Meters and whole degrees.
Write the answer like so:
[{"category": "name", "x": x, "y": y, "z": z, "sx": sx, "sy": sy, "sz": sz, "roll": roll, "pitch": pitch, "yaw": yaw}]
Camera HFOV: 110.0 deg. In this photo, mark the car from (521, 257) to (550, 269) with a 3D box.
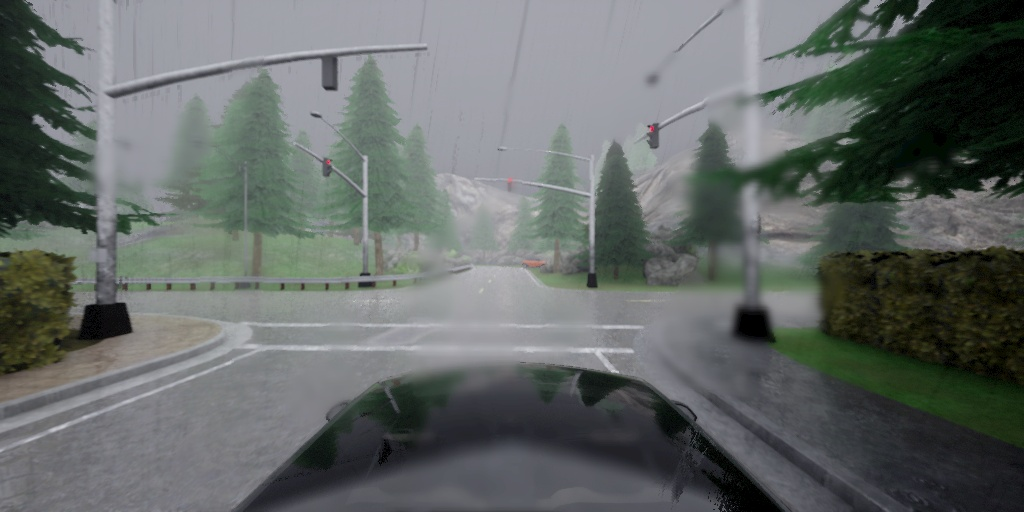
[{"category": "car", "x": 3.648, "y": 0.946, "z": 50.632, "sx": 4.553, "sy": 1.767, "sz": 2.097, "roll": 1, "pitch": 0, "yaw": 30}]
